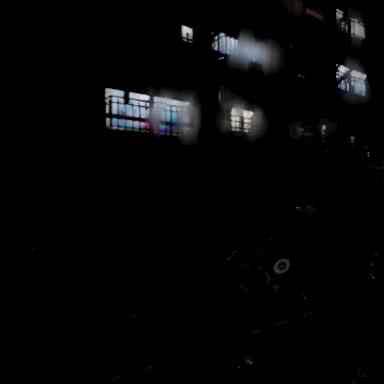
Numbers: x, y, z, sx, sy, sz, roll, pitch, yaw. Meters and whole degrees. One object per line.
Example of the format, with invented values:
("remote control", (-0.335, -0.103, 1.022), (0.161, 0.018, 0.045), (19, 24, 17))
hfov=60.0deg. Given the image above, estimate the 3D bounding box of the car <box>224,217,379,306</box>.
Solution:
("car", (2.686, 1.466, 8.029), (4.097, 1.590, 1.967), (0, -1, -35))
